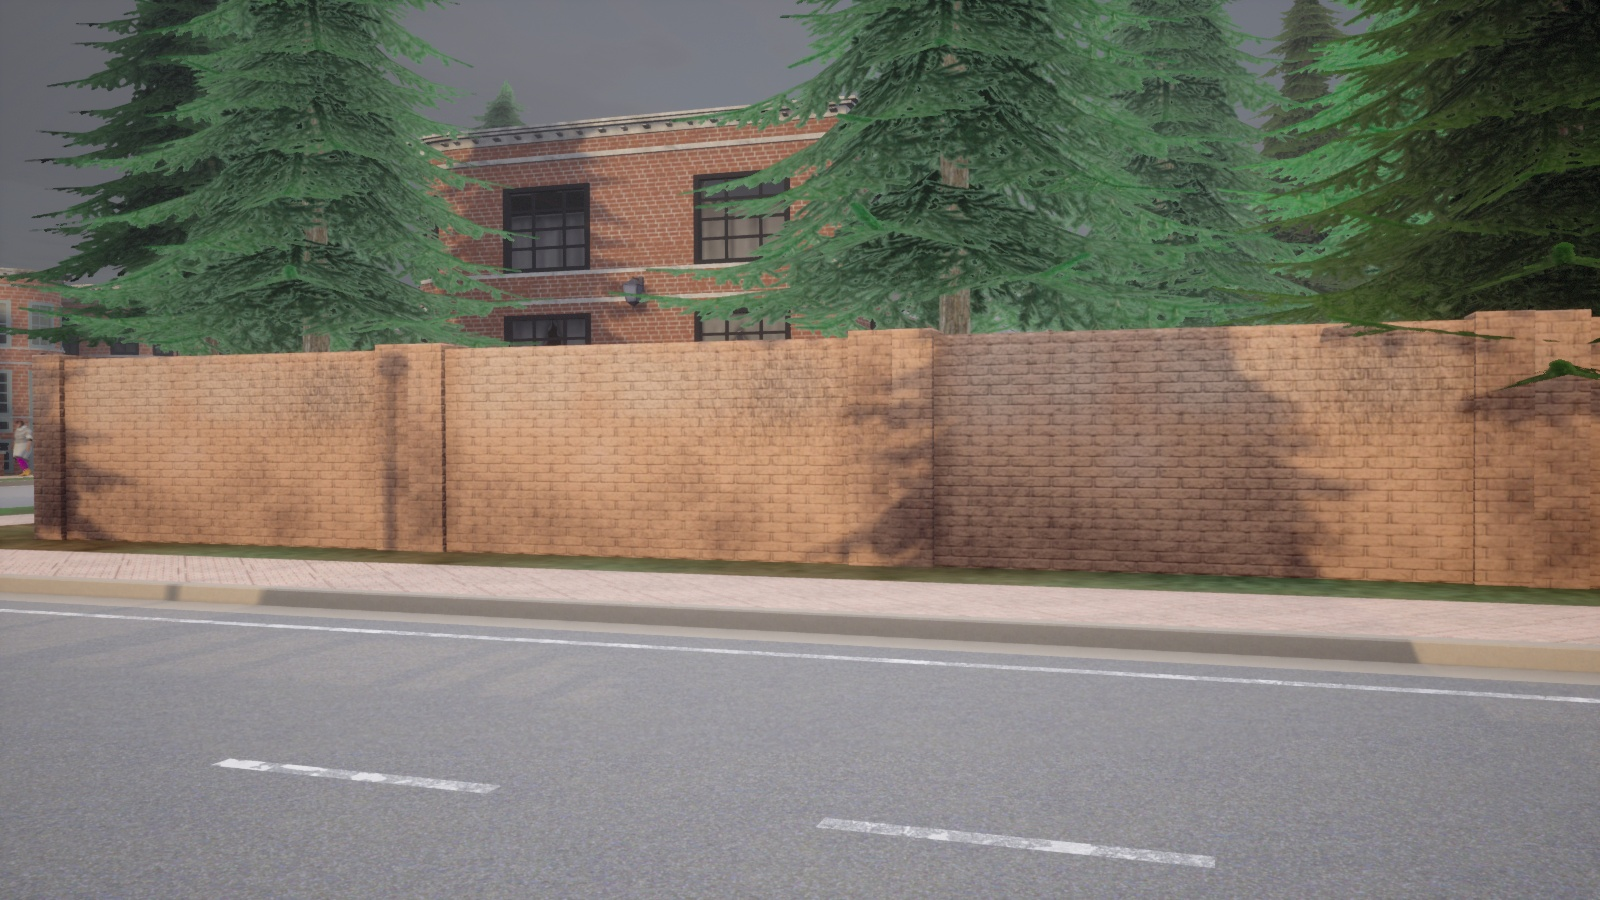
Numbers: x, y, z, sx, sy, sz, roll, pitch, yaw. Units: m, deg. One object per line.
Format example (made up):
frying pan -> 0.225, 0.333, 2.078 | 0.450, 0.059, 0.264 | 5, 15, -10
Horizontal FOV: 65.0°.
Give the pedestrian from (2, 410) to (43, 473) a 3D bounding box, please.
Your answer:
pedestrian -> -24.709, -0.277, 39.910 | 0.659, 1.952, 0.873 | 1, 1, 20
